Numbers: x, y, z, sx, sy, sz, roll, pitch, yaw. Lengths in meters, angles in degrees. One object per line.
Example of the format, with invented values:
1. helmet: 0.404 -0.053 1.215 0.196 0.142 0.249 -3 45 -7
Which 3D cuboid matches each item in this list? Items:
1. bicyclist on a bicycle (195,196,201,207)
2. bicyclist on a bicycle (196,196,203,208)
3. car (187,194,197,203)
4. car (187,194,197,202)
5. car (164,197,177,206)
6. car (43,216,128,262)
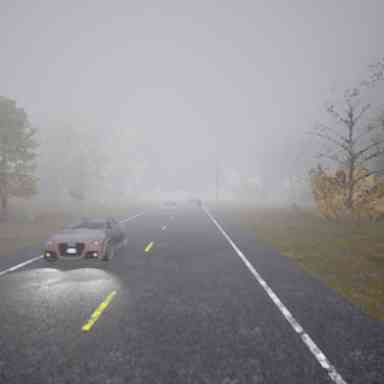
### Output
1. bicyclist on a bicycle: 0.942 1.422 50.303 0.866 1.612 1.509 0 0 0
2. bicyclist on a bicycle: 0.976 1.427 40.869 0.866 1.612 1.509 0 0 0
3. car: 0.024 1.574 68.383 1.895 1.301 4.718 0 0 1
4. car: -0.005 1.321 77.824 2.097 1.767 4.553 0 0 0
5. car: -3.557 1.508 54.820 1.812 1.442 4.674 0 0 0
6. car: -3.600 1.562 11.919 1.994 1.385 4.181 0 0 0
